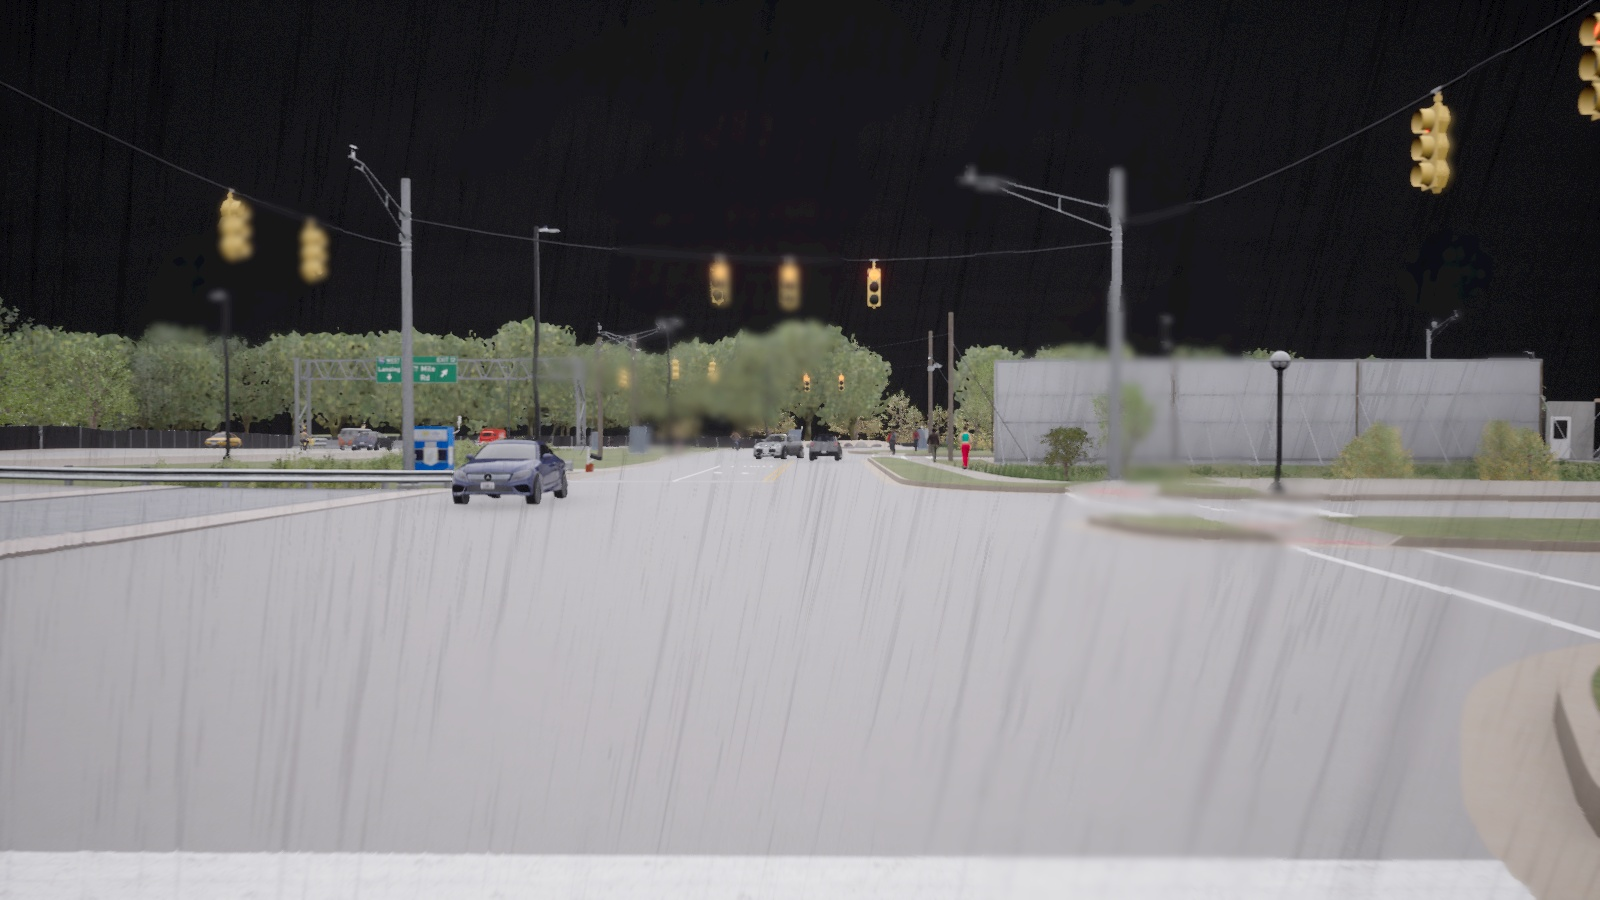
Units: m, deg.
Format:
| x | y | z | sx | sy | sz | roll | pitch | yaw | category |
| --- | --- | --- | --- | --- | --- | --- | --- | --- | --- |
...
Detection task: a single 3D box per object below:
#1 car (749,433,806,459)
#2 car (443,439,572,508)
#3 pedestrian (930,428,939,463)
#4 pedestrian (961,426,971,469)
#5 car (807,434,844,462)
| x | y | z | sx | sy | sz | roll | pitch | yaw | category |
| --- | --- | --- | --- | --- | --- | --- | --- | --- | --- |
| -1.289 | -0.232 | 74.151 | 1.970 | 1.475 | 3.806 | 0 | 1 | 23 | car |
| -6.638 | 0.473 | 29.012 | 1.812 | 1.442 | 4.674 | 0 | 1 | 1 | car |
| 7.107 | -0.259 | 66.407 | 0.431 | 1.840 | 0.703 | 0 | 2 | 3 | pedestrian |
| 7.040 | -0.109 | 53.354 | 0.345 | 1.836 | 0.594 | 0 | 2 | 1 | pedestrian |
| 1.469 | -0.124 | 70.445 | 1.845 | 1.501 | 3.633 | 0 | 1 | 5 | car |
